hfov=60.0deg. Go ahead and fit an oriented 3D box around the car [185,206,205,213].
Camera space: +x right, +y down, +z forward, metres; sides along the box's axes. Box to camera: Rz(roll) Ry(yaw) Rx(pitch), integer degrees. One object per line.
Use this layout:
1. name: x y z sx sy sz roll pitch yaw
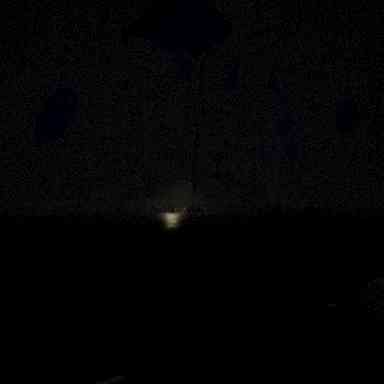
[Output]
1. car: 0.590 3.654 68.605 1.837 1.490 4.892 2 -4 -39
